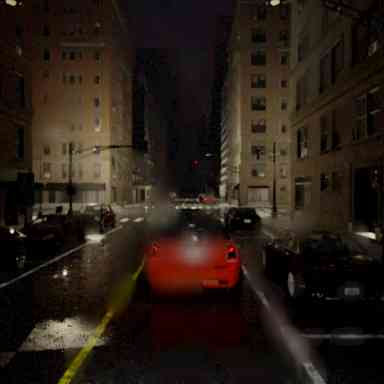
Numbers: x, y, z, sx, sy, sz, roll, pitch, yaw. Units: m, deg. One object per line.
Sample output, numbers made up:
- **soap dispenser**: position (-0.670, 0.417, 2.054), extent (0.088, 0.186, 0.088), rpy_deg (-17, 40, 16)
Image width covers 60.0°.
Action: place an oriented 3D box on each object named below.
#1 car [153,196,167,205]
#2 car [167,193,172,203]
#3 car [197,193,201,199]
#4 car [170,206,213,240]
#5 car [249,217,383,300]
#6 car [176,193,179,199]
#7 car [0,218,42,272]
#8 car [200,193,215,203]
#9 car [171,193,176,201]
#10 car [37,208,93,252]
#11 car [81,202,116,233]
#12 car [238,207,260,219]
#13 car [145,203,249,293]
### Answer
- **car**: position (-5.662, 1.491, 56.212), extent (1.802, 1.307, 4.206), rpy_deg (0, 0, 0)
- **car**: position (-5.647, 1.456, 67.029), extent (2.008, 1.369, 4.403), rpy_deg (0, 0, 0)
- **car**: position (2.891, 1.349, 77.839), extent (1.967, 1.590, 4.097), rpy_deg (0, 0, 0)
- **car**: position (-0.004, 1.525, 17.627), extent (1.994, 1.385, 4.181), rpy_deg (0, 0, 0)
- **car**: position (2.853, 1.532, 8.110), extent (2.008, 1.369, 4.403), rpy_deg (0, 0, 0)
- **car**: position (-5.613, 1.245, 94.072), extent (2.192, 1.841, 5.009), rpy_deg (0, 0, 0)
- **car**: position (-5.672, 1.547, 8.106), extent (1.947, 1.339, 4.313), rpy_deg (0, 0, 0)
- **car**: position (2.863, 1.350, 56.203), extent (1.967, 1.590, 4.097), rpy_deg (0, 0, 0)
- **car**: position (-5.627, 1.439, 83.084), extent (1.752, 1.417, 4.829), rpy_deg (0, 0, 0)
- **car**: position (-5.675, 1.551, 13.608), extent (1.802, 1.307, 4.206), rpy_deg (0, 0, 0)
- **car**: position (-5.678, 1.397, 19.109), extent (1.967, 1.590, 4.097), rpy_deg (0, 0, 0)
- **car**: position (2.847, 1.523, 19.113), extent (1.947, 1.339, 4.313), rpy_deg (0, 0, 0)
- **car**: position (0.059, 1.331, 8.973), extent (2.097, 1.767, 4.553), rpy_deg (0, 0, 0)
